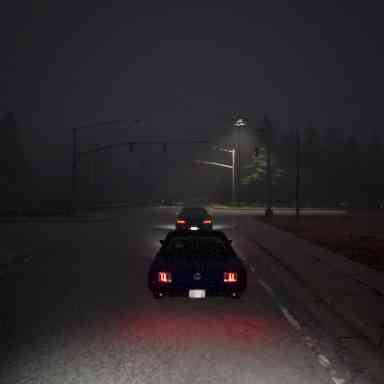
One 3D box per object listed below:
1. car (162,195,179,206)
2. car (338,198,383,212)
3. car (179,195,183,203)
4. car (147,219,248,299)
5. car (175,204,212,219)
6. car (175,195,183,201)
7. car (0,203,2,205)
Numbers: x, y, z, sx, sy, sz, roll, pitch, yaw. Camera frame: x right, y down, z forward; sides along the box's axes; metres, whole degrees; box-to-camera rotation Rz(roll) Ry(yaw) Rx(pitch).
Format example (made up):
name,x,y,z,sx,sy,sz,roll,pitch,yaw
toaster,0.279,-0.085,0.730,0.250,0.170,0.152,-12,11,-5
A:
name,x,y,z,sx,sy,sz,roll,pitch,yaw
car,-3.580,1.320,52.913,2.097,1.767,4.553,0,0,0
car,19.390,1.470,38.087,5.008,1.535,1.882,0,0,1
car,-3.482,1.516,67.939,1.994,1.385,4.181,0,0,0
car,0.101,1.596,8.384,1.895,1.301,4.718,0,0,0
car,0.104,1.511,17.439,1.812,1.442,4.674,0,0,0
car,-3.170,1.429,82.949,1.812,1.442,4.674,0,0,2
car,-22.396,1.364,35.150,4.553,1.767,2.097,0,0,1
